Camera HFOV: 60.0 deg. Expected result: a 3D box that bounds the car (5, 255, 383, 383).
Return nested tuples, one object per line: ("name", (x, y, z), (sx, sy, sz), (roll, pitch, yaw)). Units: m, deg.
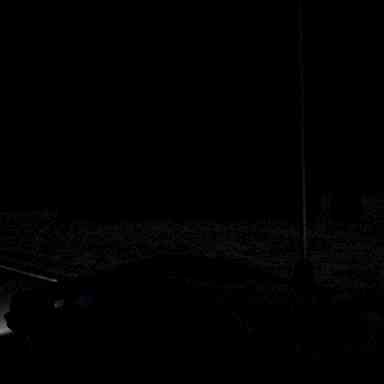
("car", (-0.262, 1.578, 4.244), (5.357, 1.411, 2.033), (-1, 0, 36))
